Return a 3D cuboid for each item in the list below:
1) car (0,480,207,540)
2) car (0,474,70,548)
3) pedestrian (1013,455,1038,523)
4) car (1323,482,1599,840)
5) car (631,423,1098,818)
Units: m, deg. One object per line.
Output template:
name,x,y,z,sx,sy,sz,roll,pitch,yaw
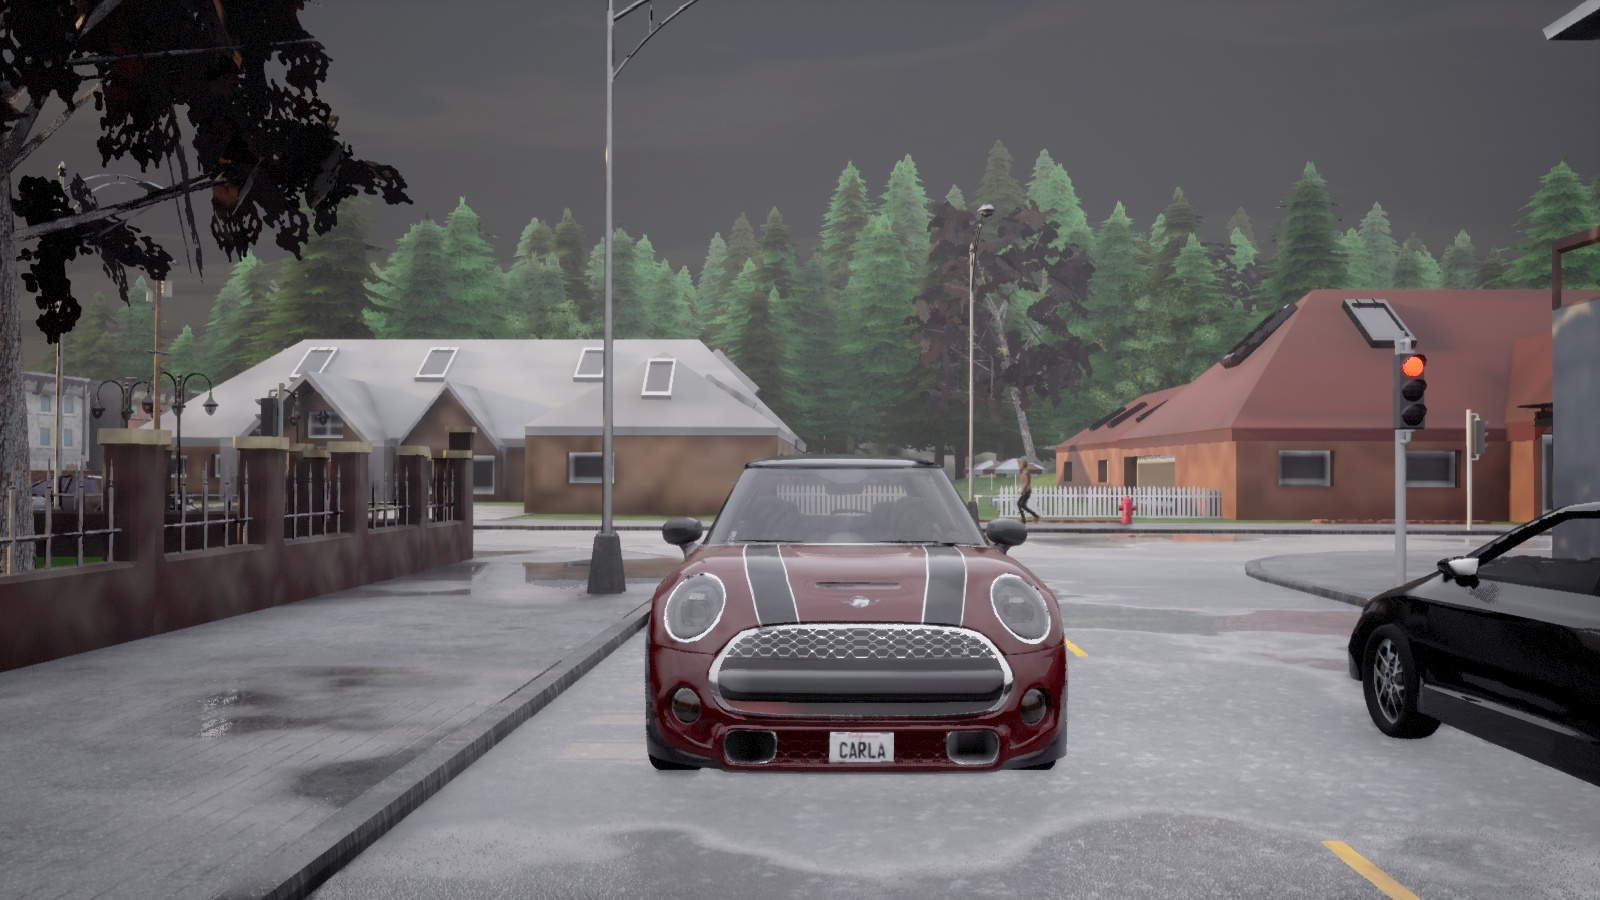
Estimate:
car,-17.772,1.453,31.003,5.357,1.411,2.033,0,-1,4
car,-18.574,1.289,27.041,4.514,1.525,2.007,0,-1,0
pedestrian,6.195,1.072,34.489,0.634,1.846,0.331,0,-1,1
car,4.291,0.913,6.107,1.816,1.474,4.193,0,-1,1
car,0.271,0.805,7.943,2.097,1.767,4.553,0,-1,0
